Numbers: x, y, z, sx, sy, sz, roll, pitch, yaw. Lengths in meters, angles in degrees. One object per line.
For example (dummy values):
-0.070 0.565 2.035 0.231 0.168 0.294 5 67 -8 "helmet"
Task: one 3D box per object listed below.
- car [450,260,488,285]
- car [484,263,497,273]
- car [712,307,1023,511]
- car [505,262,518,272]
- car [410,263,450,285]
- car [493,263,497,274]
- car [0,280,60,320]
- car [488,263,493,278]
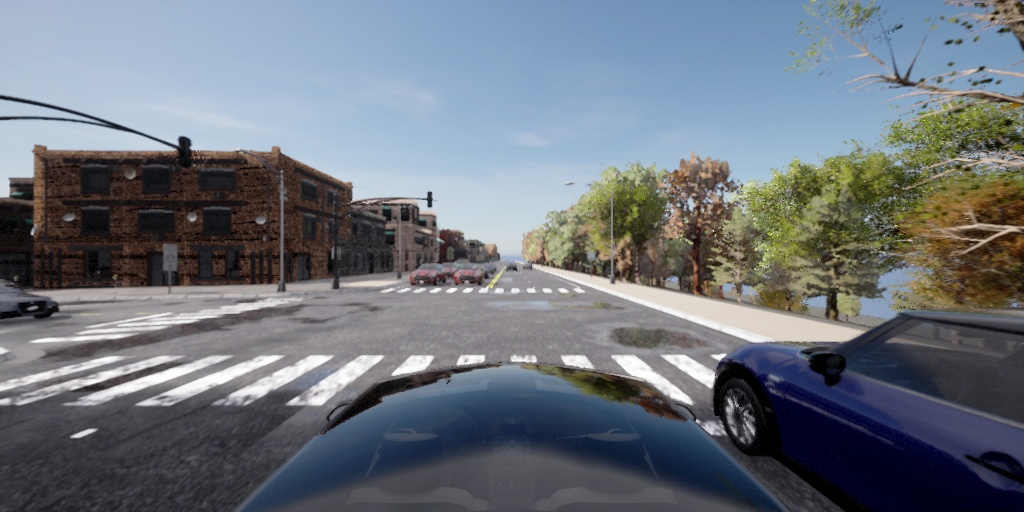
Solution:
-3.386 1.402 29.070 2.097 1.767 4.553 0 -1 0 "car"
-3.448 1.879 58.477 1.837 1.490 4.892 0 -1 0 "car"
3.350 1.108 2.275 2.097 1.767 4.553 0 -1 0 "car"
-0.040 1.901 60.367 1.837 1.490 4.892 0 0 0 "car"
-6.700 1.402 29.084 2.097 1.767 4.553 0 -1 2 "car"
-3.438 1.825 48.163 1.994 1.385 4.181 0 -1 0 "car"
-19.353 1.730 12.956 4.181 1.385 1.994 -1 0 -1 "car"
-3.415 1.628 38.166 1.882 1.535 5.008 0 -1 0 "car"
